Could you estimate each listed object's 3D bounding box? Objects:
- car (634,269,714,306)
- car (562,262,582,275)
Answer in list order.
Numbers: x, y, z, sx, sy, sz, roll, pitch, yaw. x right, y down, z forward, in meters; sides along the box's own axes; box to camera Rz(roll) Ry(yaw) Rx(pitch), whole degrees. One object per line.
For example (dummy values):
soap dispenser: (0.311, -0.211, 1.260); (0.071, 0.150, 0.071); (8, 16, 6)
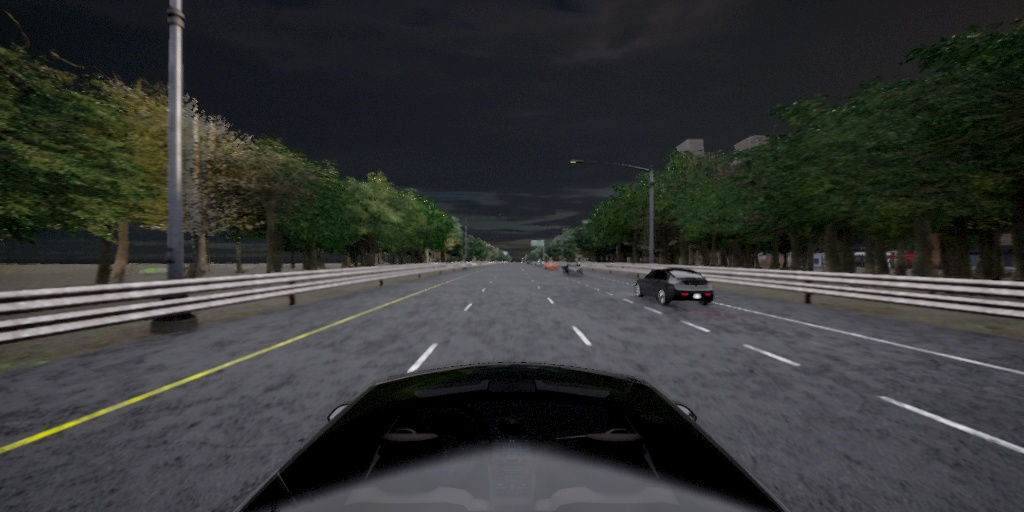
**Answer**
car: (7.013, 1.289, 15.998); (1.837, 1.490, 4.892); (0, 0, 0)
car: (7.094, 1.465, 42.561); (2.128, 1.511, 4.902); (0, -1, 0)
